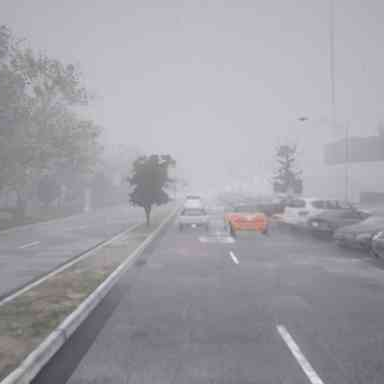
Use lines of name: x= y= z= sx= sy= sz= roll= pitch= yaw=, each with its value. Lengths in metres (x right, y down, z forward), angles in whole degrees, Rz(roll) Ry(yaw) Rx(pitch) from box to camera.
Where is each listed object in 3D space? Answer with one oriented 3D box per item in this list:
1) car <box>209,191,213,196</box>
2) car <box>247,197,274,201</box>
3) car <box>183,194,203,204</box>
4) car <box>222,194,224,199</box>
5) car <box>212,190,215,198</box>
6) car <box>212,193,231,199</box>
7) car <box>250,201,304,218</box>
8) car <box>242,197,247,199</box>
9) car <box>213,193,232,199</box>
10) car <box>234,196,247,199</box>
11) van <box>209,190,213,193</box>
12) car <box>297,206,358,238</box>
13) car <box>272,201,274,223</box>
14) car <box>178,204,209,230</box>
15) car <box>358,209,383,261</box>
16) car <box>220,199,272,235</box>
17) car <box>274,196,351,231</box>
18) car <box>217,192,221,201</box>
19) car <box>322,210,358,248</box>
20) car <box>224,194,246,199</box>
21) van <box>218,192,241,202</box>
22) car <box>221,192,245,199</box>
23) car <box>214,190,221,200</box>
car: x=7.926 y=1.181 z=85.579 sx=5.366 sy=1.575 sz=1.946 roll=1 pitch=1 yaw=-20
car: x=8.057 y=1.363 z=28.771 sx=5.566 sy=2.045 sz=2.435 roll=1 pitch=1 yaw=-20
car: x=0.114 y=1.277 z=39.242 sx=2.150 sy=2.045 sz=5.566 roll=0 pitch=0 yaw=0
car: x=8.084 y=1.480 z=55.812 sx=4.674 sy=1.452 sz=2.002 roll=1 pitch=0 yaw=-20
car: x=8.123 y=1.062 z=73.722 sx=5.566 sy=2.045 sz=2.435 roll=1 pitch=0 yaw=-20
car: x=8.095 y=1.134 z=91.620 sx=4.674 sy=1.452 sz=2.002 roll=0 pitch=1 yaw=-20
car: x=8.085 y=1.640 z=31.792 sx=4.674 sy=1.452 sz=2.002 roll=1 pitch=1 yaw=-20
car: x=8.253 y=1.584 z=34.865 sx=5.366 sy=1.575 sz=1.946 roll=1 pitch=0 yaw=-20
car: x=8.125 y=1.174 z=88.648 sx=4.792 sy=1.488 sz=2.163 roll=0 pitch=1 yaw=-20
car: x=8.058 y=1.575 z=40.788 sx=4.792 sy=1.488 sz=2.163 roll=1 pitch=1 yaw=-20
van: x=7.996 y=0.817 z=94.548 sx=4.442 sy=1.987 sz=1.878 roll=0 pitch=2 yaw=-20
car: x=8.101 y=1.638 z=16.791 sx=4.792 sy=1.488 sz=2.163 roll=1 pitch=0 yaw=-20
car: x=7.905 y=1.615 z=22.718 sx=5.366 sy=1.575 sz=1.946 roll=1 pitch=0 yaw=-20
car: x=0.107 y=1.732 z=22.189 sx=1.895 sy=1.301 sz=4.718 roll=0 pitch=0 yaw=0
car: x=8.105 y=1.452 z=10.778 sx=4.553 sy=1.767 sz=2.185 roll=1 pitch=0 yaw=-20
car: x=3.107 y=1.482 z=20.044 sx=2.097 sy=1.767 sz=4.553 roll=0 pitch=0 yaw=0
car: x=8.105 y=1.366 z=19.791 sx=5.566 sy=2.045 sz=2.435 roll=1 pitch=0 yaw=-20
car: x=8.085 y=1.378 z=64.759 sx=4.892 sy=1.521 sz=2.231 roll=1 pitch=0 yaw=-20
car: x=8.077 y=1.639 z=13.766 sx=4.674 sy=1.452 sz=2.002 roll=1 pitch=0 yaw=-20
car: x=8.062 y=1.490 z=52.794 sx=4.792 sy=1.488 sz=2.163 roll=1 pitch=1 yaw=-20
van: x=7.988 y=1.108 z=70.679 sx=4.442 sy=1.987 sz=1.878 roll=1 pitch=1 yaw=-20
car: x=8.061 y=1.293 z=58.784 sx=4.553 sy=1.767 sz=2.185 roll=1 pitch=0 yaw=-20
car: x=8.070 y=1.104 z=67.726 sx=5.566 sy=2.045 sz=2.435 roll=1 pitch=1 yaw=-20
